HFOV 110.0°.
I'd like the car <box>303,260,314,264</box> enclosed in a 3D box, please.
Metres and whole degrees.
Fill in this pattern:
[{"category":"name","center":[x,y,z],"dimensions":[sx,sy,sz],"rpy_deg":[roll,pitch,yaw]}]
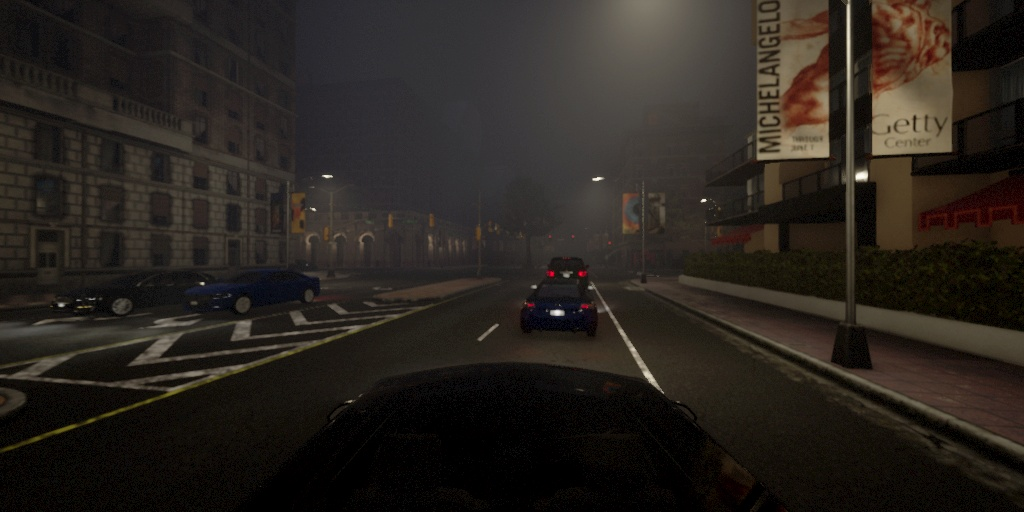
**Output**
[{"category":"car","center":[-29.495,1.239,49.887],"dimensions":[4.553,1.767,2.097],"rpy_deg":[0,0,10]}]

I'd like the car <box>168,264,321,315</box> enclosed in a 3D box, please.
[{"category":"car","center":[-9.817,1.259,14.031],"dimensions":[1.882,1.535,5.008],"rpy_deg":[0,0,10]}]

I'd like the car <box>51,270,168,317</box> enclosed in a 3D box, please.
[{"category":"car","center":[-13.480,1.278,13.448],"dimensions":[1.837,1.490,4.892],"rpy_deg":[0,0,10]}]

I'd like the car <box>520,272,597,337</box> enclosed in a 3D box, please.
[{"category":"car","center":[1.458,1.350,10.629],"dimensions":[1.994,1.385,4.181],"rpy_deg":[0,0,11]}]

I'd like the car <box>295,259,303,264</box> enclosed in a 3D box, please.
[{"category":"car","center":[-30.292,1.378,46.468],"dimensions":[4.892,1.490,1.837],"rpy_deg":[0,0,10]}]

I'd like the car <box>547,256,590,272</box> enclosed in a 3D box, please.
[{"category":"car","center":[3.103,1.045,19.951],"dimensions":[2.150,2.045,5.566],"rpy_deg":[0,0,10]}]
